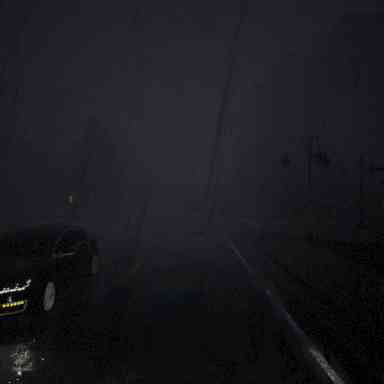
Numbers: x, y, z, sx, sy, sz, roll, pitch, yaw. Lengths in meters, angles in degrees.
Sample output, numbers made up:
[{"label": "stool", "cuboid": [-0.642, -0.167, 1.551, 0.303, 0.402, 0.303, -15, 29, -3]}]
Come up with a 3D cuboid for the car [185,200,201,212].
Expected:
[{"label": "car", "cuboid": [0.131, 1.774, 42.788, 1.882, 1.535, 5.008, 0, 0, 0]}]

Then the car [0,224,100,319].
[{"label": "car", "cuboid": [-3.558, 1.560, 7.719, 1.837, 1.490, 4.892, 0, -1, 0]}]
